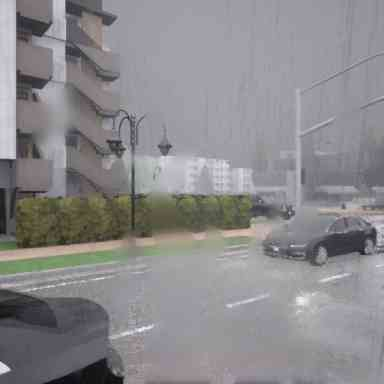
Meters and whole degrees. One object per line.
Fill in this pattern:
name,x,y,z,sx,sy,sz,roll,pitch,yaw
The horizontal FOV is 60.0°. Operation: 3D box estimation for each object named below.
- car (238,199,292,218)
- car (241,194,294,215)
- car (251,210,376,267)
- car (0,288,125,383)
car,6.794,1.478,31.596,1.882,1.535,5.008,0,0,-37
car,5.690,1.221,27.279,2.150,2.045,5.566,0,0,-38
car,4.545,1.505,11.577,4.892,1.490,1.837,0,0,-36
car,-2.841,1.504,1.959,4.892,1.490,1.837,0,0,-36
